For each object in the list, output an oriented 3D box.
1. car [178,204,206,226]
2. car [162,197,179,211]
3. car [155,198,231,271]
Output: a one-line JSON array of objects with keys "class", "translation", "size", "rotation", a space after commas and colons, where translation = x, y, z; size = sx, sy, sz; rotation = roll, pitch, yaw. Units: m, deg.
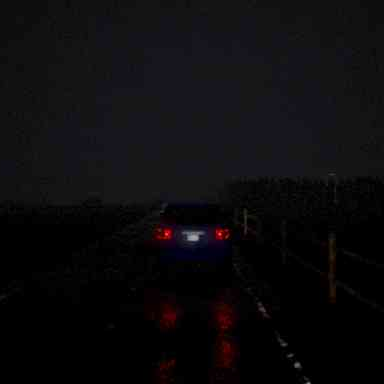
[{"class": "car", "translation": [0.012, 1.725, 26.053], "size": [2.033, 1.411, 5.357], "rotation": [0, 0, 0]}, {"class": "car", "translation": [-2.938, 1.670, 46.418], "size": [2.097, 1.767, 4.553], "rotation": [0, 0, 0]}, {"class": "car", "translation": [0.043, 1.299, 11.352], "size": [2.150, 2.045, 5.566], "rotation": [0, 0, 0]}]
